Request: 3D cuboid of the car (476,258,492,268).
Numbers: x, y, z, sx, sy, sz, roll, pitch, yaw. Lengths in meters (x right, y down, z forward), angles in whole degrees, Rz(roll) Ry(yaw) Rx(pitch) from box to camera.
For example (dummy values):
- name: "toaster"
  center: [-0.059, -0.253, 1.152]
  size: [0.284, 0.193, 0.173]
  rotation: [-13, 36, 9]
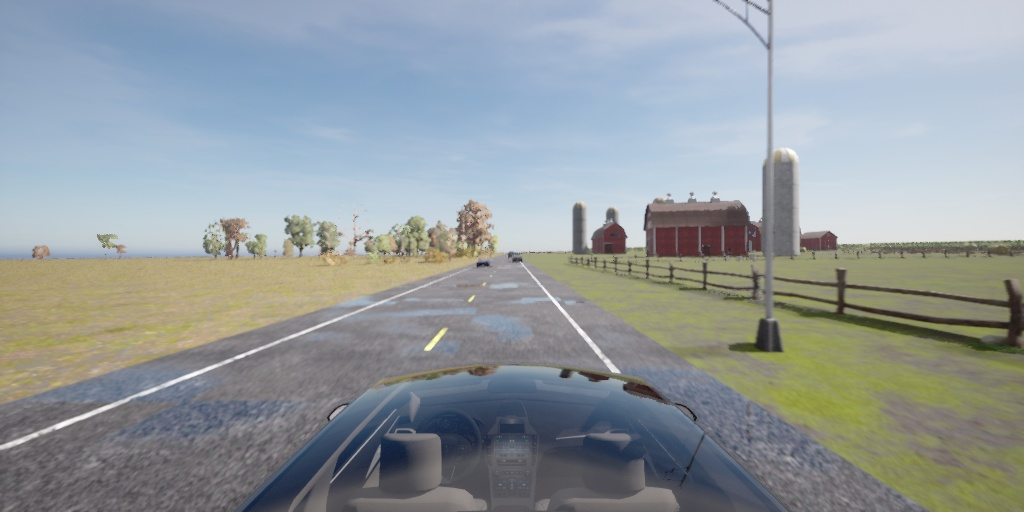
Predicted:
- name: "car"
  center: [-3.577, 0.873, 46.264]
  size: [1.895, 1.301, 4.718]
  rotation: [0, 1, 0]
